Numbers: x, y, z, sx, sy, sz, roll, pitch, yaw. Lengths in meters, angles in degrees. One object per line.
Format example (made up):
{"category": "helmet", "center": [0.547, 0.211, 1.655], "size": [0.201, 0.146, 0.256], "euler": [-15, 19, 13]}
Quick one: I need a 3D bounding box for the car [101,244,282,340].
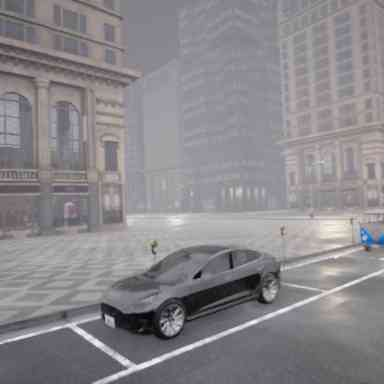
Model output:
{"category": "car", "center": [0.216, 1.875, 7.233], "size": [4.313, 1.339, 1.947], "euler": [0, -3, -40]}

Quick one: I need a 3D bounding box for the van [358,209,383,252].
{"category": "van", "center": [8.827, 1.620, 14.520], "size": [3.998, 1.788, 1.690], "euler": [0, -3, -40]}
